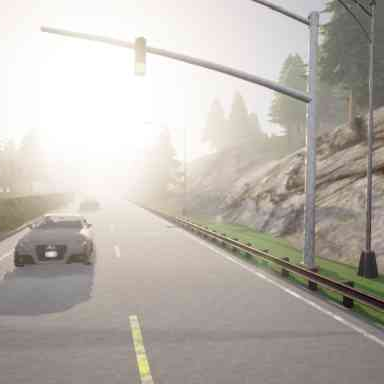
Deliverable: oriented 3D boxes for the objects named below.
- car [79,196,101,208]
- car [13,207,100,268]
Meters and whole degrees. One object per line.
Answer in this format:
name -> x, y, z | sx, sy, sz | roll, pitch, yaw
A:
car -> -10.636, 1.103, 34.853 | 1.994, 1.385, 4.181 | 1, 1, -15
car -> -4.132, 1.396, 10.570 | 1.994, 1.385, 4.181 | 1, 0, -14
